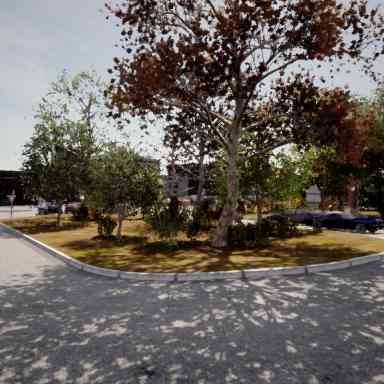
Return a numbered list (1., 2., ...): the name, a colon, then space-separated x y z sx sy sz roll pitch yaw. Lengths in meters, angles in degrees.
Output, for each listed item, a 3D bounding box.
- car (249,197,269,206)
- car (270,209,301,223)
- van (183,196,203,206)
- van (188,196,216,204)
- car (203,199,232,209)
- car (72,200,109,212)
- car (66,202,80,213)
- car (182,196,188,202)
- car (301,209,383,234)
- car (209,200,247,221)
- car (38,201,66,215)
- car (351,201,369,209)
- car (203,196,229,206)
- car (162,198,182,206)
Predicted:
1. car: 10.996 1.861 61.501 2.435 2.045 5.566 1 -1 -36
2. car: 9.217 2.137 28.532 2.033 1.411 5.357 3 -3 -36
3. van: 0.210 1.820 68.680 1.878 1.987 4.442 1 -1 -36
4. van: 1.870 1.756 55.053 1.878 1.987 4.442 1 0 -36
5. car: 4.314 2.001 56.437 1.946 1.575 5.366 1 0 -36
6. car: -14.886 2.023 49.028 4.892 1.490 1.837 -1 0 -36
7. car: -14.968 2.069 42.849 2.002 1.452 4.674 -1 0 -36
8. car: -2.307 1.884 66.977 2.185 1.767 4.553 1 0 -36
9. car: 10.049 1.971 22.157 1.895 1.301 4.718 3 -3 -39
10. car: 2.866 1.939 31.976 2.097 1.767 4.553 3 -2 -35
11. car: -17.518 1.931 40.962 2.185 1.767 4.553 -1 0 -35
12. car: 35.834 2.593 70.751 2.150 2.045 5.566 1 -2 45
13. car: 5.184 1.889 72.370 2.435 2.045 5.566 1 -1 -36
14. car: -4.803 1.983 65.449 1.946 1.575 5.366 1 0 -36
